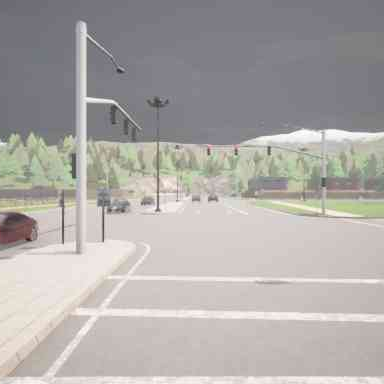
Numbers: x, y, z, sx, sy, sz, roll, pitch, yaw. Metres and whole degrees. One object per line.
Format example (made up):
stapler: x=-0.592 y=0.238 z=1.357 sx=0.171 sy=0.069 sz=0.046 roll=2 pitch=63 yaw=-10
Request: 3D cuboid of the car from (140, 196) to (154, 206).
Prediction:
car: x=-7.403 y=1.505 z=55.252 sx=1.837 sy=1.490 sz=4.892 roll=0 pitch=0 yaw=1

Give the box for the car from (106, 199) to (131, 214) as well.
car: x=-7.700 y=1.491 z=35.290 sx=2.128 sy=1.511 sz=4.902 roll=0 pitch=0 yaw=1

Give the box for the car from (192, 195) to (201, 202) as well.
car: x=0.877 y=1.358 z=69.806 sx=2.128 sy=1.511 sz=4.902 roll=0 pitch=0 yaw=1

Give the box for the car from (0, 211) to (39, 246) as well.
car: x=-8.001 y=1.526 z=13.606 sx=1.812 sy=1.442 sz=4.674 roll=0 pitch=0 yaw=1

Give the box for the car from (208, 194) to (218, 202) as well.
car: x=4.376 y=1.188 z=69.730 sx=2.097 sy=1.767 sz=4.553 roll=0 pitch=0 yaw=1
